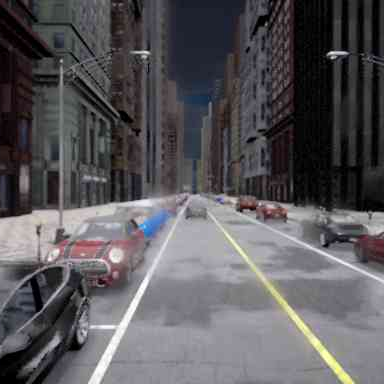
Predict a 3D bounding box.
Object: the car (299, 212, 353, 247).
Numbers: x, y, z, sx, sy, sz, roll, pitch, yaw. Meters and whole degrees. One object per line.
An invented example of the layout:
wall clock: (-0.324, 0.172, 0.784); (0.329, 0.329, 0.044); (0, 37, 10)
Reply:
car: (6.114, 1.573, 14.808); (2.008, 1.369, 4.403); (0, 0, 0)

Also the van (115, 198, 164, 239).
van: (-2.410, 1.331, 14.794); (1.690, 1.788, 3.998); (0, 0, 0)

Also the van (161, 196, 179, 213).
van: (-2.408, 1.337, 37.339); (1.690, 1.788, 3.998); (0, 0, 0)

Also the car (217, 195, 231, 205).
car: (6.120, 1.570, 60.068); (1.752, 1.417, 4.829); (0, 0, 0)

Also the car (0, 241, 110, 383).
car: (-2.412, 1.556, 3.520); (1.947, 1.339, 4.313); (0, 0, 0)

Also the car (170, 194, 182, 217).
car: (-2.408, 1.308, 31.703); (2.192, 1.841, 5.009); (0, 0, 0)

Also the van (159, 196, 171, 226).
van: (-2.410, 1.332, 20.430); (1.690, 1.788, 3.998); (0, 0, 0)

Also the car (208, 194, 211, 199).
car: (6.123, 1.625, 88.079); (2.008, 1.369, 4.403); (0, 0, 0)

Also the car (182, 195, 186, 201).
car: (-2.406, 1.552, 54.249); (1.887, 1.381, 4.507); (0, 0, 0)

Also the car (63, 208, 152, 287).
car: (-2.411, 1.430, 9.157); (1.967, 1.590, 4.097); (0, 0, 0)

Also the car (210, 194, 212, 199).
car: (6.123, 1.594, 82.613); (1.752, 1.417, 4.829); (0, 0, 0)

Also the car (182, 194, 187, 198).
car: (-2.405, 1.584, 65.523); (1.947, 1.339, 4.313); (0, 0, 0)

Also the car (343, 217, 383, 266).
car: (6.113, 1.604, 9.172); (1.802, 1.307, 4.206); (0, 0, 0)

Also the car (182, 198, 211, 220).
car: (0.356, 1.507, 27.854); (1.837, 1.490, 4.892); (0, 0, 0)

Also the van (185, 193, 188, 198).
van: (-2.403, 1.371, 76.796); (1.690, 1.788, 3.998); (0, 0, 0)

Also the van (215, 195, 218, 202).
van: (6.120, 1.392, 65.534); (1.690, 1.788, 3.998); (0, 0, 0)

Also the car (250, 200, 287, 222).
car: (6.116, 1.569, 26.080); (1.887, 1.381, 4.507); (0, 0, 0)

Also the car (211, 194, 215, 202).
car: (6.122, 1.502, 76.807); (1.967, 1.590, 4.097); (0, 0, 0)

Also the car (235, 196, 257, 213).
car: (6.117, 1.343, 37.353); (2.192, 1.841, 5.009); (0, 0, 0)

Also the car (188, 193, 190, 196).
car: (-2.401, 1.363, 93.706); (2.192, 1.841, 5.009); (0, 0, 0)
